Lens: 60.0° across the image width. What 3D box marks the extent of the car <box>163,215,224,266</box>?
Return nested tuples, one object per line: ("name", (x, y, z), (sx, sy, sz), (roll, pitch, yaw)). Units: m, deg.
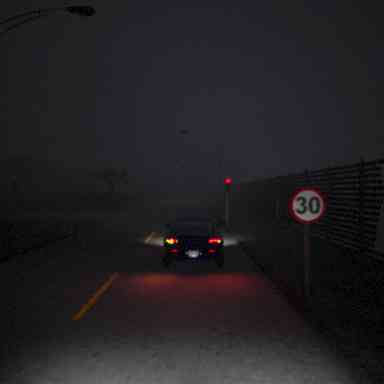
("car", (0.059, 1.503, 11.315), (1.812, 1.442, 4.674), (0, 0, 1))
